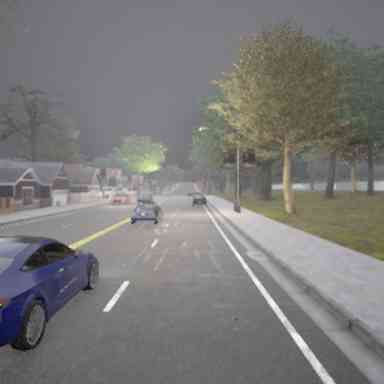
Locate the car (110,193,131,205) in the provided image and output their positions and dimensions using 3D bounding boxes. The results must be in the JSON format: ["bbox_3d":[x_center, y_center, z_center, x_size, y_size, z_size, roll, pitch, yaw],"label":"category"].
[{"bbox_3d":[-9.843,0.891,45.967,2.097,1.767,4.553,0,1,0],"label":"car"}]

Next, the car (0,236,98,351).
[{"bbox_3d":[-3.150,1.534,6.079,1.812,1.442,4.674,0,0,0],"label":"car"}]

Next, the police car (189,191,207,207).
[{"bbox_3d":[0.962,1.013,43.490,1.930,1.638,5.238,0,1,0],"label":"police car"}]

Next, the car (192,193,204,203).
[{"bbox_3d":[0.958,0.902,53.381,1.837,1.490,4.892,0,1,0],"label":"car"}]

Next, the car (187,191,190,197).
[{"bbox_3d":[-0.024,0.424,76.839,1.882,1.535,5.008,0,0,0],"label":"car"}]

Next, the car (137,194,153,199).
[{"bbox_3d":[-6.596,0.997,46.952,1.882,1.535,5.008,0,1,0],"label":"car"}]

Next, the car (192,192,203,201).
[{"bbox_3d":[0.956,0.799,59.381,1.837,1.490,4.892,0,1,0],"label":"car"}]

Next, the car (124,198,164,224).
[{"bbox_3d":[-3.158,1.454,23.955,2.033,1.411,5.357,0,1,0],"label":"car"}]
